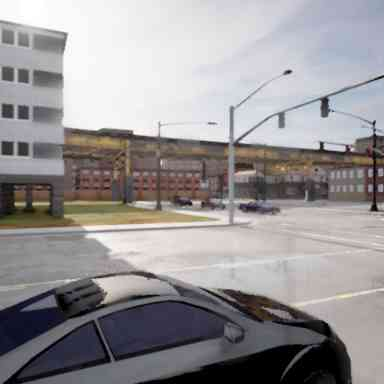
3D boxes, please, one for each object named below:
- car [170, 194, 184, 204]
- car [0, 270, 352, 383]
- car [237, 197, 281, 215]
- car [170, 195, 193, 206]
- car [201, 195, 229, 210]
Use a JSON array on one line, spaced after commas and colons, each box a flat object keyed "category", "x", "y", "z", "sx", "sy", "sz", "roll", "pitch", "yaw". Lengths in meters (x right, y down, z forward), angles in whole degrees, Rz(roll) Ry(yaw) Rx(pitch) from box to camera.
[{"category": "car", "x": -2.925, "y": 1.376, "z": 66.043, "sx": 2.097, "sy": 1.767, "sz": 4.553, "roll": 0, "pitch": 0, "yaw": 8}, {"category": "car", "x": -0.403, "y": 1.564, "z": 3.378, "sx": 4.181, "sy": 1.385, "sz": 1.994, "roll": 0, "pitch": 0, "yaw": -27}, {"category": "car", "x": 7.114, "y": 1.591, "z": 35.512, "sx": 2.033, "sy": 1.411, "sz": 5.357, "roll": 0, "pitch": 0, "yaw": -26}, {"category": "car", "x": -1.511, "y": 1.569, "z": 53.909, "sx": 2.033, "sy": 1.411, "sz": 5.357, "roll": 0, "pitch": 0, "yaw": -20}, {"category": "car", "x": 2.753, "y": 1.558, "z": 44.572, "sx": 1.812, "sy": 1.442, "sz": 4.674, "roll": 0, "pitch": 0, "yaw": -25}]
